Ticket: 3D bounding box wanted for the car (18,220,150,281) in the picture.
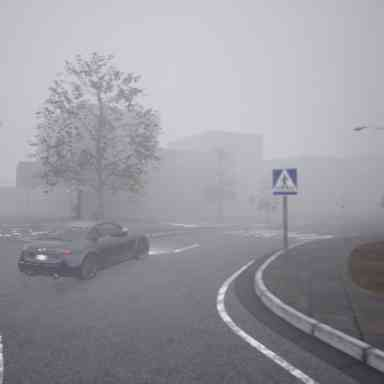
[{"bbox_3d":[-2.945,1.536,9.950,1.994,1.385,4.181,-1,0,20],"label":"car"}]
